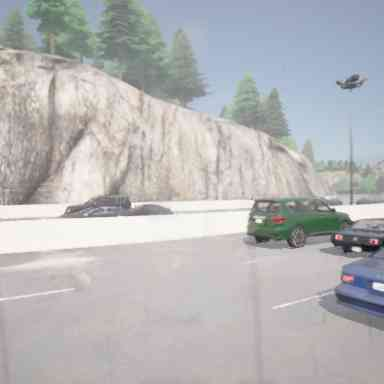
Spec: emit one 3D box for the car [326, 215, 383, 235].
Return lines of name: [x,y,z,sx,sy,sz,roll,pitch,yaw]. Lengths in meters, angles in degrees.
car: [7.325,1.614,12.365,4.718,1.301,1.895,0,0,-35]

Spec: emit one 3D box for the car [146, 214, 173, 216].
car: [-3.720,1.662,26.253,4.674,1.442,1.812,0,0,-34]

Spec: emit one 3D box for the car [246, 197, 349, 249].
car: [4.908,1.260,14.951,5.566,2.045,2.150,0,0,-34]

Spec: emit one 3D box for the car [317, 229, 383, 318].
car: [5.107,1.549,6.638,5.357,1.411,2.033,0,0,-33]

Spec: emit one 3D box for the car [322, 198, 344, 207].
car: [22.838,1.664,53.703,1.994,1.385,4.181,-1,0,43]

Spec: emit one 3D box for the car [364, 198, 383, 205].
car: [26.273,1.617,47.178,1.994,1.385,4.181,-1,0,44]

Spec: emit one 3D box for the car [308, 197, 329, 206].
car: [22.079,1.628,58.018,1.837,1.490,4.892,0,0,43]

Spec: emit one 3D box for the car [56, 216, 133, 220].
car: [-5.858,1.616,20.651,4.902,1.511,2.128,0,0,-33]
